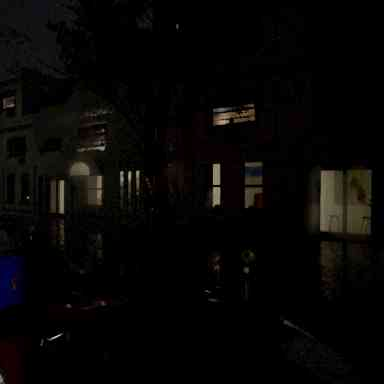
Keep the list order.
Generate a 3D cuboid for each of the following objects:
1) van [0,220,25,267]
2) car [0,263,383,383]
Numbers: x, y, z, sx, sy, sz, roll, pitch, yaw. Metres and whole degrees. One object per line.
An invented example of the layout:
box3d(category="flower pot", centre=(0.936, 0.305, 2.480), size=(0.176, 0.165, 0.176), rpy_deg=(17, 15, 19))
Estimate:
box3d(category="van", centre=(-4.839, 1.340, 6.302), size=(3.998, 1.788, 1.690), rpy_deg=(0, 1, 35))
box3d(category="car", centre=(-0.314, 1.582, 3.091), size=(4.206, 1.307, 1.802), rpy_deg=(0, 1, 35))
